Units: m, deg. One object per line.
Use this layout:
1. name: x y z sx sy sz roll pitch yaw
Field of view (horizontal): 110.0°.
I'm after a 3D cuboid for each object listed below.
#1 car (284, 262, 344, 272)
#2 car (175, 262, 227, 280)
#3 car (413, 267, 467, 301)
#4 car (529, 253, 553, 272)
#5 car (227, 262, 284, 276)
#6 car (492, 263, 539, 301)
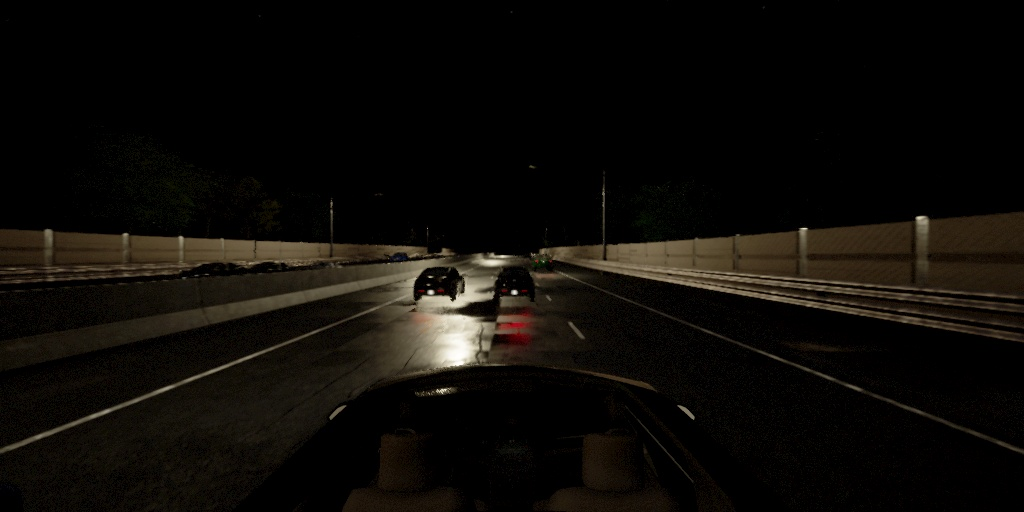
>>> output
1. car: -14.088 1.192 26.552 2.128 1.511 4.902 0 0 0
2. car: -21.087 1.210 25.472 1.837 1.490 4.892 0 0 0
3. car: -3.394 1.260 17.423 1.837 1.490 4.892 0 0 0
4. car: 3.516 0.768 42.460 2.150 2.045 5.566 0 0 0
5. car: -17.588 1.209 25.900 1.837 1.490 4.892 0 0 0
6. car: 0.106 1.261 17.392 1.837 1.490 4.892 0 0 0
